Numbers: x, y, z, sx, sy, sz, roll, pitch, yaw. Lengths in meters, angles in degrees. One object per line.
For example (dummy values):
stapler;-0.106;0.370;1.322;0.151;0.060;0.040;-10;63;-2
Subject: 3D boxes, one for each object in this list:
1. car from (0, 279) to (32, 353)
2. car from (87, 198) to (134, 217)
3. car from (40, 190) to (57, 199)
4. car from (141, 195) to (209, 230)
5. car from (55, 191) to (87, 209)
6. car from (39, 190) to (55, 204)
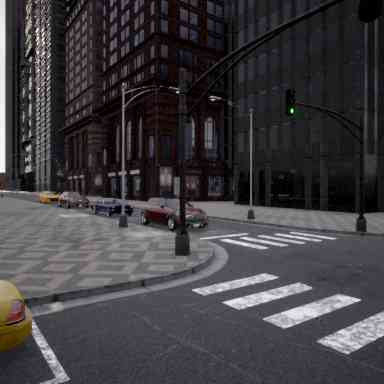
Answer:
car;-4.403;1.525;3.508;4.829;1.417;1.752;0;0;-35
car;-6.333;1.153;26.138;1.895;1.301;4.718;0;1;-36
car;-24.731;0.466;57.116;1.812;1.442;4.674;0;1;-35
car;-1.065;1.072;18.833;2.097;1.767;4.553;0;1;-36
car;-12.203;0.723;34.288;2.097;1.767;4.553;0;1;-36
car;-18.276;0.668;42.773;1.882;1.535;5.008;0;1;-35
